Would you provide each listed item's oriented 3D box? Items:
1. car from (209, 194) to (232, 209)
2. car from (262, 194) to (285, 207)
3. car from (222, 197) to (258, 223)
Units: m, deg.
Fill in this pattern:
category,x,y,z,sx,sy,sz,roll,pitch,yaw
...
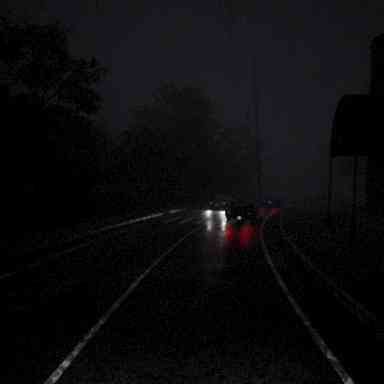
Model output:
category,x,y,z,sx,sy,sz,roll,pitch,yaw
car,3.185,0.995,34.029,1.812,1.442,4.674,2,2,22
car,9.759,0.939,39.785,1.812,1.442,4.674,2,2,24
car,3.625,1.338,23.594,1.895,1.301,4.718,1,1,15
